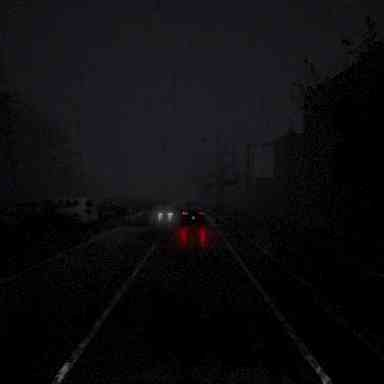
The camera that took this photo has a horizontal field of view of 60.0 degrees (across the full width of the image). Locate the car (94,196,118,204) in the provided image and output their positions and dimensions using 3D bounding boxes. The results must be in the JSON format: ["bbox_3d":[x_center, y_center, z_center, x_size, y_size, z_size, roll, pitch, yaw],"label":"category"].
[{"bbox_3d":[-22.069,2.055,85.314,5.566,2.045,2.435,0,-1,0],"label":"car"}]

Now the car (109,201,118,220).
[{"bbox_3d":[-8.843,1.705,27.059,4.792,1.488,2.163,0,-1,0],"label":"car"}]

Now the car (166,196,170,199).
[{"bbox_3d":[-8.930,2.031,83.123,5.566,2.045,2.435,0,-1,0],"label":"car"}]

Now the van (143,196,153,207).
[{"bbox_3d":[-8.794,1.717,52.288,4.442,1.987,1.878,0,-1,0],"label":"van"}]

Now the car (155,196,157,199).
[{"bbox_3d":[-8.888,1.879,57.893,4.553,1.767,2.185,0,-1,0],"label":"car"}]

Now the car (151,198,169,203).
[{"bbox_3d":[-9.004,2.411,94.339,4.792,1.488,2.163,0,0,0],"label":"car"}]

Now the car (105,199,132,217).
[{"bbox_3d":[-8.876,1.728,32.667,5.008,1.535,2.097,0,-1,0],"label":"car"}]

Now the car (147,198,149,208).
[{"bbox_3d":[-8.873,1.911,46.679,4.792,1.488,2.163,0,-1,0],"label":"car"}]

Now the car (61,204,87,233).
[{"bbox_3d":[-8.854,1.608,18.651,5.008,1.535,2.097,0,0,0],"label":"car"}]

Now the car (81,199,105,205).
[{"bbox_3d":[-21.995,2.214,74.209,4.792,1.488,2.163,0,-1,0],"label":"car"}]

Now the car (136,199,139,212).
[{"bbox_3d":[-8.919,1.818,38.269,4.792,1.488,2.163,0,-1,0],"label":"car"}]

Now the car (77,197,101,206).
[{"bbox_3d":[-22.051,2.028,71.434,4.553,1.767,2.185,0,-1,0],"label":"car"}]

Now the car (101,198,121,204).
[{"bbox_3d":[-22.078,2.385,90.863,4.792,1.488,2.163,0,0,0],"label":"car"}]

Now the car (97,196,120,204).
[{"bbox_3d":[-22.017,2.081,88.091,5.566,2.045,2.435,0,0,0],"label":"car"}]

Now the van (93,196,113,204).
[{"bbox_3d":[-22.153,2.050,82.538,4.442,1.987,1.878,0,-1,0],"label":"van"}]

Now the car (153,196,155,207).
[{"bbox_3d":[-8.946,1.848,55.090,4.553,1.767,2.185,0,-1,0],"label":"car"}]

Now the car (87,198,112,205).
[{"bbox_3d":[-22.219,2.243,79.761,5.366,1.575,1.946,0,-1,0],"label":"car"}]

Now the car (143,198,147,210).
[{"bbox_3d":[-8.869,1.880,43.876,4.792,1.488,2.163,0,-1,0],"label":"car"}]

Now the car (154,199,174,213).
[{"bbox_3d":[-3.351,1.917,43.067,2.033,1.411,5.357,0,-1,0],"label":"car"}]

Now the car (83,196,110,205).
[{"bbox_3d":[-22.057,1.964,76.988,5.566,2.045,2.435,0,-1,0],"label":"car"}]

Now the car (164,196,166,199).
[{"bbox_3d":[-8.939,2.191,74.710,4.892,1.521,2.231,0,-1,0],"label":"car"}]

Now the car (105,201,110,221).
[{"bbox_3d":[-8.864,1.653,24.262,4.892,1.521,2.231,0,0,0],"label":"car"}]

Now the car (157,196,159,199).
[{"bbox_3d":[-8.893,1.910,60.696,4.553,1.767,2.185,0,-1,0],"label":"car"}]

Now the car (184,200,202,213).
[{"bbox_3d":[0.092,1.853,42.417,2.128,1.511,4.902,0,-1,0],"label":"car"}]

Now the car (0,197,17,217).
[{"bbox_3d":[-21.935,1.504,35.226,5.566,2.045,2.435,0,-1,0],"label":"car"}]

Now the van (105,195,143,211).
[{"bbox_3d":[-8.777,1.594,41.076,4.442,1.987,1.878,0,-1,0],"label":"van"}]

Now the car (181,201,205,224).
[{"bbox_3d":[0.096,1.730,26.514,1.812,1.442,4.674,0,-1,0],"label":"car"}]

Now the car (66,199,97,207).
[{"bbox_3d":[-21.826,2.090,65.883,5.366,1.575,1.946,0,-1,0],"label":"car"}]

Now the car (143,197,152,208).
[{"bbox_3d":[-8.901,1.912,49.482,5.008,1.535,2.097,0,-1,0],"label":"car"}]

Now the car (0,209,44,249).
[{"bbox_3d":[-8.846,1.565,13.045,4.892,1.521,2.231,0,0,0],"label":"car"}]

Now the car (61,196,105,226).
[{"bbox_3d":[-8.892,1.378,21.456,5.566,2.045,2.435,0,0,0],"label":"car"}]

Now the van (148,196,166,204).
[{"bbox_3d":[-9.079,2.087,85.923,4.442,1.987,1.878,0,0,0],"label":"van"}]

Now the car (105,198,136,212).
[{"bbox_3d":[-9.071,1.755,35.466,5.366,1.575,1.946,0,-1,0],"label":"car"}]

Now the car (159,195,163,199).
[{"bbox_3d":[-8.900,1.815,63.500,5.566,2.045,2.435,0,-1,0],"label":"car"}]

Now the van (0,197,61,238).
[{"bbox_3d":[-8.972,1.360,15.849,4.442,1.987,1.878,0,0,0],"label":"van"}]

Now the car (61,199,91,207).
[{"bbox_3d":[-22.013,2.063,63.106,4.892,1.521,2.231,0,-1,0],"label":"car"}]

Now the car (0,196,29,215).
[{"bbox_3d":[-21.940,1.533,37.887,5.566,2.045,2.435,0,-1,0],"label":"car"}]
